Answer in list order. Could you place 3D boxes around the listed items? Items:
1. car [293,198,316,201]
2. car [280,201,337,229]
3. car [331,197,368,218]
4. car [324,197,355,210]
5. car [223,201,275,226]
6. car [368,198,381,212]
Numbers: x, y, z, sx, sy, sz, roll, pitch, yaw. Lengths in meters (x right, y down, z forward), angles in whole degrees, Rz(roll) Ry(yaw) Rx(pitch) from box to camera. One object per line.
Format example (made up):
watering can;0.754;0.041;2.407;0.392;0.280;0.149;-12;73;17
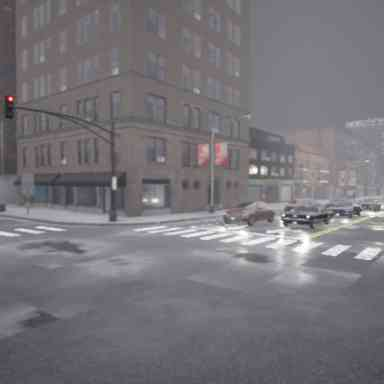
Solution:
car;9.901;1.261;29.544;1.882;1.535;5.008;1;1;38
car;7.253;1.451;20.789;1.895;1.301;4.718;1;1;38
car;13.185;1.390;28.483;2.033;1.411;5.357;1;1;38
car;17.610;1.319;39.533;2.033;1.411;5.357;1;1;38
car;3.868;1.317;21.706;1.812;1.442;4.674;1;1;38
car;19.463;1.397;36.625;1.994;1.385;4.181;1;1;38
